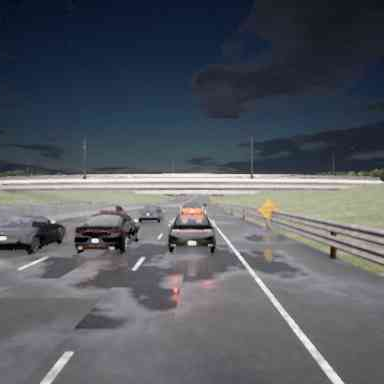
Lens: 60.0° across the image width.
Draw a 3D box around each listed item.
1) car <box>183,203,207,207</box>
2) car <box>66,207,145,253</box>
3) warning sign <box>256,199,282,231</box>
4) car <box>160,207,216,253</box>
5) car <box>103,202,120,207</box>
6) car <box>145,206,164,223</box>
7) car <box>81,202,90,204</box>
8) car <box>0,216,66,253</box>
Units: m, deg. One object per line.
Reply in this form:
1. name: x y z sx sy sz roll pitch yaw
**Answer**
1. car: 0.002 1.709 29.097 2.097 1.767 4.553 0 -1 0
2. car: -3.495 1.624 14.498 1.882 1.535 5.008 0 0 0
3. warning sign: 4.550 1.326 19.794 1.300 1.860 1.060 0 -1 0
4. car: 0.004 1.636 14.305 2.128 1.511 4.902 0 -1 0
5. car: -6.996 1.890 29.411 1.812 1.442 4.674 0 -1 0
6. car: -3.499 1.904 29.001 2.033 1.411 5.357 0 -1 0
7. car: -23.268 2.952 72.519 2.033 1.411 5.357 0 -2 3
8. car: -6.998 1.708 14.303 1.994 1.385 4.181 0 -1 0
